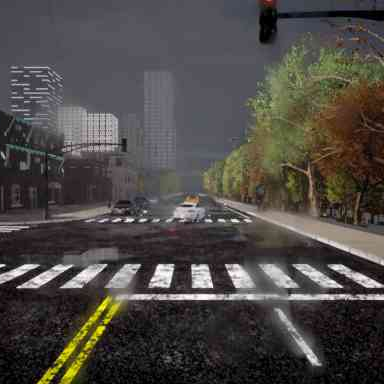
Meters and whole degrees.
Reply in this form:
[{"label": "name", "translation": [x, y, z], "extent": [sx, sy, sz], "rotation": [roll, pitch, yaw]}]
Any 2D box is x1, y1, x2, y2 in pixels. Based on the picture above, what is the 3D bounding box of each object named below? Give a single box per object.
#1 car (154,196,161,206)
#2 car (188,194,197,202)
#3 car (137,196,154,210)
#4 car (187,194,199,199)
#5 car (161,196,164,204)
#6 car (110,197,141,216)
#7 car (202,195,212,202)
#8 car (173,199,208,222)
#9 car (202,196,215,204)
[{"label": "car", "translation": [-6.532, 1.506, 53.050], "extent": [1.812, 1.442, 4.674], "rotation": [0, 0, 0]}, {"label": "car", "translation": [0.082, 1.324, 75.002], "extent": [2.097, 1.767, 4.553], "rotation": [0, 0, 0]}, {"label": "car", "translation": [-6.548, 1.337, 42.757], "extent": [2.097, 1.767, 4.553], "rotation": [0, 0, 0]}, {"label": "car", "translation": [0.157, 1.456, 58.058], "extent": [1.882, 1.535, 5.008], "rotation": [0, 0, 0]}, {"label": "car", "translation": [-6.484, 1.467, 63.493], "extent": [2.128, 1.511, 4.902], "rotation": [0, 0, 1]}, {"label": "car", "translation": [-6.561, 1.516, 32.564], "extent": [1.812, 1.442, 4.674], "rotation": [0, 0, 0]}, {"label": "car", "translation": [3.328, 1.510, 74.422], "extent": [2.033, 1.411, 5.357], "rotation": [0, 0, 0]}, {"label": "car", "translation": [-0.207, 1.518, 26.126], "extent": [1.812, 1.442, 4.674], "rotation": [1, 0, 12]}, {"label": "car", "translation": [3.410, 1.523, 63.768], "extent": [2.033, 1.411, 5.357], "rotation": [0, 0, 0]}]
